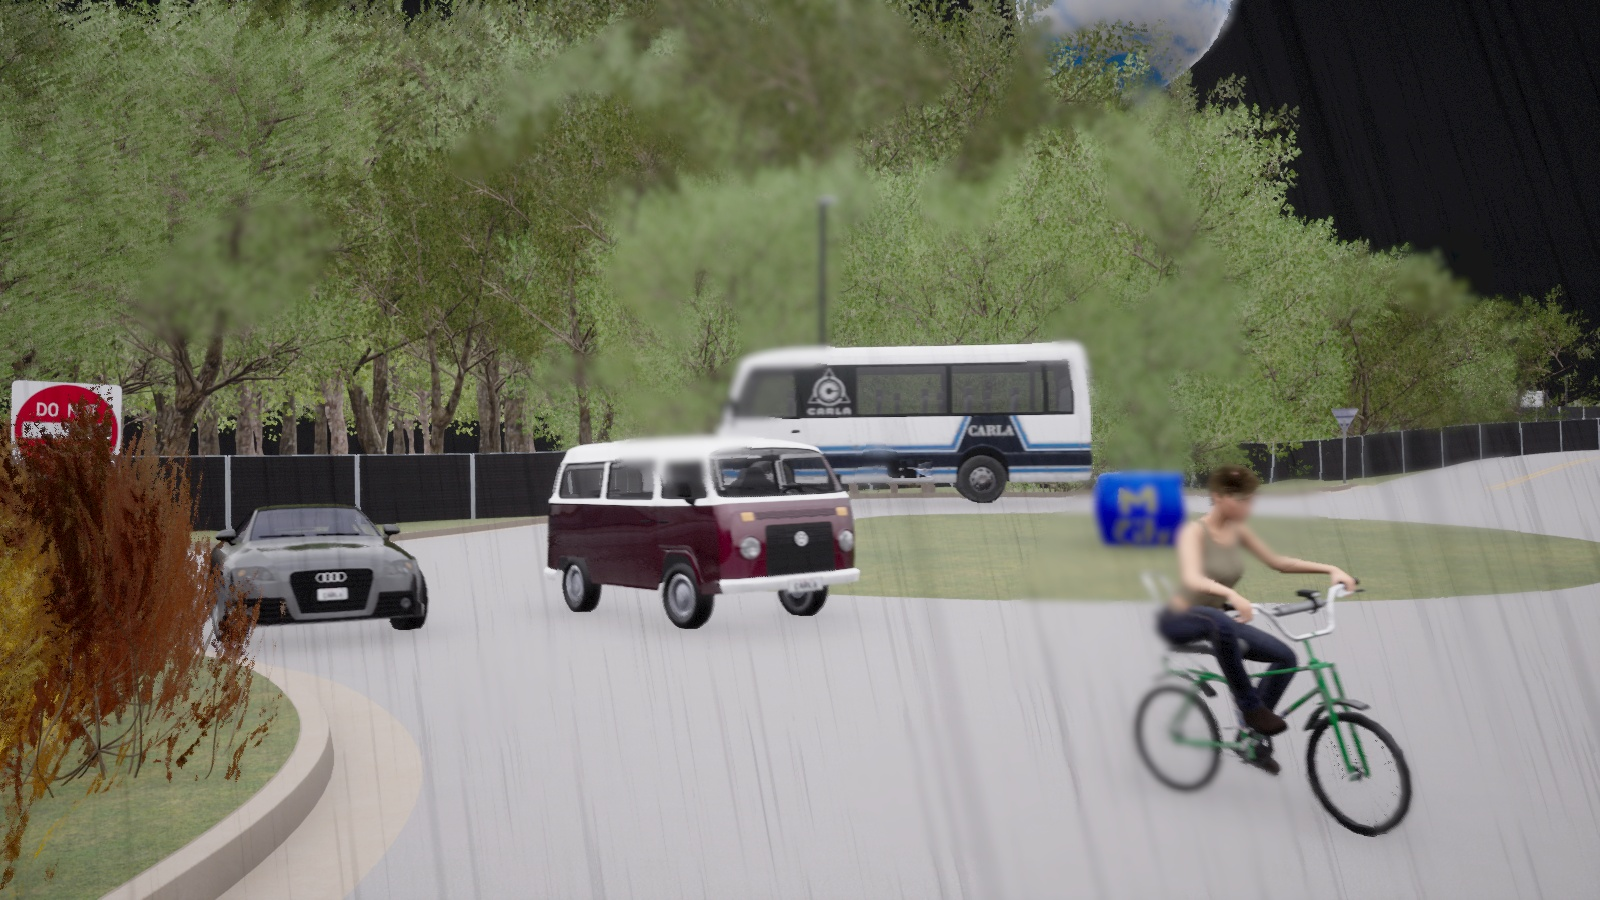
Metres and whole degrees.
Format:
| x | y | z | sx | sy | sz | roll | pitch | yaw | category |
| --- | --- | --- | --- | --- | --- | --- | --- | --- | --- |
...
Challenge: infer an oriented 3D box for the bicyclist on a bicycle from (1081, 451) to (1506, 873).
| x | y | z | sx | sy | sz | roll | pitch | yaw | category |
| --- | --- | --- | --- | --- | --- | --- | --- | --- | --- |
| 2.203 | 0.850 | 5.771 | 0.866 | 1.612 | 1.509 | -3 | 0 | -34 | bicyclist on a bicycle |

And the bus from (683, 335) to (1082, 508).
| x | y | z | sx | sy | sz | roll | pitch | yaw | category |
| --- | --- | --- | --- | --- | --- | --- | --- | --- | --- |
| 2.218 | -0.702 | 34.597 | 10.273 | 4.253 | 3.944 | -1 | 0 | 4 | bus |

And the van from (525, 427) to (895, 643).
| x | y | z | sx | sy | sz | roll | pitch | yaw | category |
| --- | --- | --- | --- | --- | --- | --- | --- | --- | --- |
| -1.209 | 0.877 | 14.402 | 2.069 | 2.038 | 4.480 | -2 | -1 | -37 | van |

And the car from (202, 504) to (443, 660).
| x | y | z | sx | sy | sz | roll | pitch | yaw | category |
| --- | --- | --- | --- | --- | --- | --- | --- | --- | --- |
| -5.577 | 1.360 | 14.311 | 1.994 | 1.385 | 4.181 | -1 | -1 | -29 | car |
